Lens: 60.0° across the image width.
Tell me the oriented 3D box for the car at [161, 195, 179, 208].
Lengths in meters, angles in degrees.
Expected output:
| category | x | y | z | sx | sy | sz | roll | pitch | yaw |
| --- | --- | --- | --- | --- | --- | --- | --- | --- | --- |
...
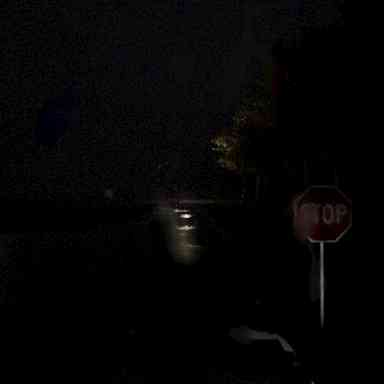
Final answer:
| category | x | y | z | sx | sy | sz | roll | pitch | yaw |
| --- | --- | --- | --- | --- | --- | --- | --- | --- | --- |
| car | -2.791 | 1.181 | 43.539 | 2.097 | 1.767 | 4.553 | 0 | 0 | 0 |
